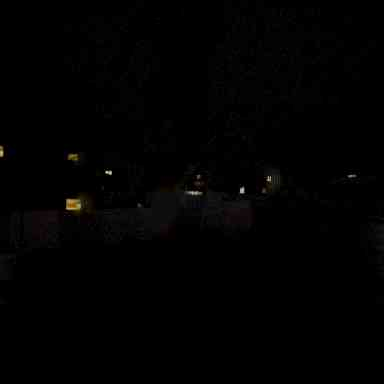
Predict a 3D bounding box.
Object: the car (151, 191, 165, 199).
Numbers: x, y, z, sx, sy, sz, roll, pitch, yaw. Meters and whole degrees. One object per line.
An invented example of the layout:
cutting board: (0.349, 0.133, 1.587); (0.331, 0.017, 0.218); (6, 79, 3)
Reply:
car: (-6.438, 0.639, 61.664); (1.812, 1.442, 4.674); (1, 1, -21)
